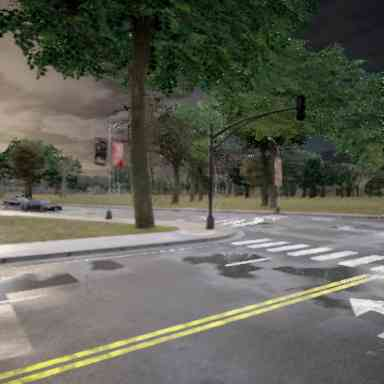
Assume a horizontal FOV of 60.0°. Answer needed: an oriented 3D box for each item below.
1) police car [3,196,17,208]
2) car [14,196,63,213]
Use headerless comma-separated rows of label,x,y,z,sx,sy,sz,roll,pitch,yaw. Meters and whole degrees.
police car,-22.402,1.339,43.315,5.238,1.638,1.930,0,0,31
car,-16.257,1.467,35.683,5.357,1.411,2.033,0,0,31
